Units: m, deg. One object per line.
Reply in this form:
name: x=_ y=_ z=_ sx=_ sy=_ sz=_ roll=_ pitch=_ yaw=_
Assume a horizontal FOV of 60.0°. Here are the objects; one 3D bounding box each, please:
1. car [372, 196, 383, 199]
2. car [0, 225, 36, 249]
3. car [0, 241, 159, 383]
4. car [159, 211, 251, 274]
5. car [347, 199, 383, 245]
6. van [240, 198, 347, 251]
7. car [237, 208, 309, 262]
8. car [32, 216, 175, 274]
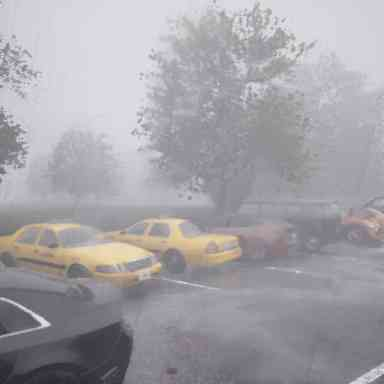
car: x=11.138 y=1.220 z=19.027 sx=5.566 sy=2.045 sz=2.435 roll=-1 pitch=0 yaw=35
car: x=-5.798 y=1.483 z=7.056 sx=4.892 sy=1.521 sz=2.231 roll=-1 pitch=-1 yaw=34
car: x=-2.891 y=1.502 z=2.712 sx=4.892 sy=1.490 sz=1.837 roll=0 pitch=0 yaw=-36
car: x=-1.097 y=1.486 z=10.590 sx=5.366 sy=1.575 sz=1.946 roll=-1 pitch=-1 yaw=35
car: x=6.299 y=1.357 z=15.619 sx=4.553 sy=1.767 sz=2.185 roll=-1 pitch=-1 yaw=35
van: x=3.803 y=1.261 z=13.956 sx=4.442 sy=1.987 sz=1.878 roll=-1 pitch=0 yaw=35
car: x=1.455 y=1.517 z=12.203 sx=4.792 sy=1.488 sz=2.163 roll=-1 pitch=-1 yaw=35
car: x=-3.218 y=1.480 z=8.667 sx=5.366 sy=1.575 sz=1.946 roll=-1 pitch=-1 yaw=35
